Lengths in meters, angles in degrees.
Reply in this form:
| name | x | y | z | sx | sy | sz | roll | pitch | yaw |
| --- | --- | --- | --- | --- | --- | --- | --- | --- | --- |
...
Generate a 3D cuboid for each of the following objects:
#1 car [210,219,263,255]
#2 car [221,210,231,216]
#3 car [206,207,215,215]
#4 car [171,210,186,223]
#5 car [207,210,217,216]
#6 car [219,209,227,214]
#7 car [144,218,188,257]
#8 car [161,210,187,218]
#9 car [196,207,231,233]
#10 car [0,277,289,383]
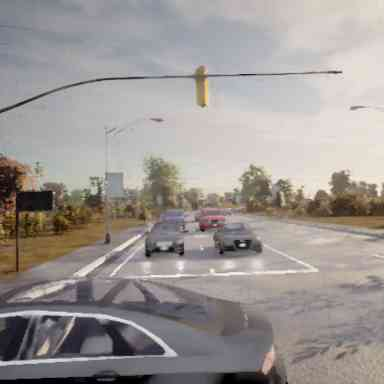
| name | x | y | z | sx | sy | sz | roll | pitch | yaw |
| --- | --- | --- | --- | --- | --- | --- | --- | --- | --- |
| car | 2.227 | 2.271 | 16.828 | 1.994 | 1.385 | 4.181 | -2 | -3 | -2 |
| car | 8.215 | 4.944 | 79.641 | 1.895 | 1.301 | 4.718 | -2 | -3 | 1 |
| car | 4.903 | 5.081 | 90.007 | 2.150 | 2.045 | 5.566 | -2 | -3 | 2 |
| car | -2.030 | 3.731 | 50.746 | 2.097 | 1.767 | 4.553 | -2 | -2 | -1 |
| car | 4.714 | 5.001 | 79.612 | 2.033 | 1.411 | 5.357 | -2 | -3 | 1 |
| car | 8.408 | 5.240 | 89.851 | 1.812 | 1.442 | 4.674 | -2 | -3 | 2 |
| car | -1.282 | 2.325 | 17.090 | 2.128 | 1.511 | 4.902 | -2 | -3 | -2 |
| car | -1.654 | 2.723 | 31.563 | 2.150 | 2.045 | 5.566 | -2 | -3 | -1 |
| car | 1.864 | 2.572 | 30.826 | 2.150 | 2.045 | 5.566 | -2 | -2 | -1 |
| car | -1.550 | 1.714 | 3.392 | 4.902 | 1.511 | 2.128 | -2 | -3 | 2 |
